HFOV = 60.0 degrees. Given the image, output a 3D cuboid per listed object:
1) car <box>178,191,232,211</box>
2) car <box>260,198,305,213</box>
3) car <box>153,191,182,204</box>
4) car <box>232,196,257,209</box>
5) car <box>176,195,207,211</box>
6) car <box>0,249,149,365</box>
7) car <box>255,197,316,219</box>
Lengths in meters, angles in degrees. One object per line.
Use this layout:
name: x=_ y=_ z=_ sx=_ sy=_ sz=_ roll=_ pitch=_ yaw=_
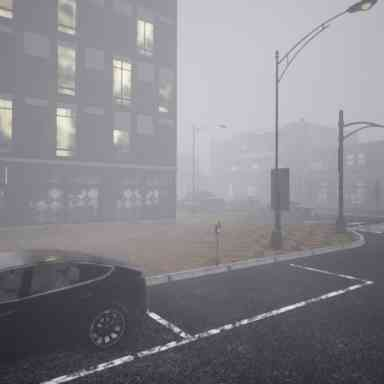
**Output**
car: x=1.255 y=0.881 z=35.337 sx=2.150 sy=2.045 sz=5.566 roll=0 pitch=1 yaw=-37
car: x=9.263 y=1.340 z=34.237 sx=1.802 sy=1.307 sz=4.206 roll=1 pitch=0 yaw=-36
car: x=-3.886 y=0.793 z=52.100 sx=2.192 sy=1.841 sz=5.009 roll=1 pitch=0 yaw=-36
car: x=5.976 y=1.129 z=38.704 sx=1.967 sy=1.590 sz=4.097 roll=1 pitch=0 yaw=-36
car: x=-0.775 y=1.230 z=33.734 sx=1.802 sy=1.307 sz=4.206 roll=1 pitch=0 yaw=-36
car: x=-2.690 y=1.566 z=4.635 sx=4.313 sy=1.339 sz=1.947 roll=0 pitch=0 yaw=-36
car: x=7.610 y=1.318 z=26.705 sx=1.812 sy=1.442 sz=4.674 roll=0 pitch=1 yaw=-36
